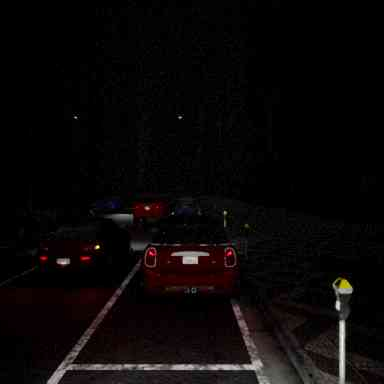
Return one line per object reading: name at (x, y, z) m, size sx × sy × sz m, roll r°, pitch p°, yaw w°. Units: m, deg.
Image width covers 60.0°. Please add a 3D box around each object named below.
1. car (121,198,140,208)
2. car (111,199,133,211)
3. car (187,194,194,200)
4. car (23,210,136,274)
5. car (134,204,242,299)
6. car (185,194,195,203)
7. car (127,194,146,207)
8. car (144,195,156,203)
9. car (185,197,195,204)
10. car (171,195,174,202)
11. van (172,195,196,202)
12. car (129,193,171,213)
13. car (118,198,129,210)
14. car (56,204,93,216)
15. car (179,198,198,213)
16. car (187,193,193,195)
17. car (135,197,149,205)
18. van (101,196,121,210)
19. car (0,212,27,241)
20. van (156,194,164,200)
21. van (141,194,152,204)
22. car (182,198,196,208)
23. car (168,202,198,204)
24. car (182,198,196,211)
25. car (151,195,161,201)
car at (-8.910, 1.585, 48.269) m, size 1.947 × 1.339 × 4.313 m, roll 0°, pitch 0°, yaw 0°
car at (-8.910, 1.582, 42.633) m, size 1.947 × 1.339 × 4.313 m, roll 0°, pitch 0°, yaw 0°
car at (-0.386, 1.484, 93.370) m, size 1.967 × 1.590 × 4.097 m, roll 0°, pitch 0°, yaw 0°
car at (-3.142, 1.527, 10.439) m, size 1.812 × 1.442 × 4.674 m, roll 0°, pitch 0°, yaw 0°
car at (-0.032, 1.353, 8.620) m, size 2.097 × 1.767 × 4.553 m, roll 0°, pitch 0°, yaw 0°
car at (-0.386, 1.346, 70.826) m, size 2.192 × 1.841 × 5.009 m, roll 0°, pitch 0°, yaw 0°
car at (-8.911, 1.337, 53.906) m, size 2.192 × 1.841 × 5.009 m, roll 0°, pitch 0°, yaw 0°
car at (-8.911, 1.471, 70.817) m, size 1.967 × 1.590 × 4.097 m, roll 0°, pitch 0°, yaw 0°
car at (-0.385, 1.594, 65.189) m, size 1.947 × 1.339 × 4.313 m, roll 0°, pitch 0°, yaw 0°
car at (-3.060, 1.507, 41.680) m, size 2.128 × 1.511 × 4.902 m, roll 0°, pitch 0°, yaw 0°
van at (-0.386, 1.348, 25.735) m, size 1.690 × 1.788 × 3.998 m, roll 0°, pitch 0°, yaw 0°
car at (-3.061, 1.227, 25.536) m, size 2.150 × 2.045 × 5.566 m, roll 0°, pitch 0°, yaw 0°
car at (-6.231, 1.517, 35.915) m, size 1.837 × 1.490 × 4.892 m, roll 0°, pitch 0°, yaw 0°
car at (-8.910, 1.573, 25.722) m, size 1.947 × 1.339 × 4.313 m, roll 0°, pitch 0°, yaw 0°
car at (-0.386, 1.453, 37.008) m, size 1.967 × 1.590 × 4.097 m, roll 0°, pitch 0°, yaw 0°
car at (-0.386, 1.465, 59.552) m, size 1.967 × 1.590 × 4.097 m, roll 0°, pitch 0°, yaw 0°
car at (-8.910, 1.570, 59.543) m, size 1.887 × 1.381 × 4.507 m, roll 0°, pitch 0°, yaw 0°
van at (-8.911, 1.354, 36.996) m, size 1.690 × 1.788 × 3.998 m, roll 0°, pitch 0°, yaw 0°
car at (-8.910, 1.547, 14.449) m, size 1.887 × 1.381 × 4.507 m, roll 0°, pitch 0°, yaw 0°
van at (-8.911, 1.385, 93.363) m, size 1.690 × 1.788 × 3.998 m, roll 0°, pitch 0°, yaw 0°
van at (-8.911, 1.369, 65.180) m, size 1.690 × 1.788 × 3.998 m, roll 0°, pitch 0°, yaw 0°
car at (-0.385, 1.570, 48.280) m, size 2.008 × 1.369 × 4.403 m, roll 0°, pitch 0°, yaw 0°
car at (-0.385, 1.530, 20.269) m, size 1.752 × 1.417 × 4.829 m, roll 0°, pitch 0°, yaw 0°
car at (-0.385, 1.541, 42.814) m, size 1.752 × 1.417 × 4.829 m, roll 0°, pitch 0°, yaw 0°
car at (-8.911, 1.478, 82.090) m, size 1.967 × 1.590 × 4.097 m, roll 0°, pitch 0°, yaw 0°
